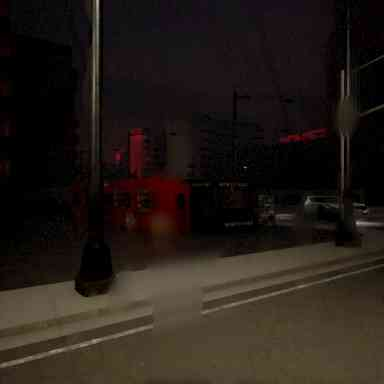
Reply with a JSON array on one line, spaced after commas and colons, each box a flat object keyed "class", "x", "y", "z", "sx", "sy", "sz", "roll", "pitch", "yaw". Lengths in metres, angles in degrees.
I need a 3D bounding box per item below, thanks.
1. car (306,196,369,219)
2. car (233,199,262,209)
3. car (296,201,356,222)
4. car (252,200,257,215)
[{"class": "car", "x": 12.805, "y": 1.338, "z": 29.956, "sx": 2.150, "sy": 2.045, "sz": 5.566, "roll": 0, "pitch": -1, "yaw": -36}, {"class": "car", "x": 8.942, "y": 1.929, "z": 53.533, "sx": 1.812, "sy": 1.442, "sz": 4.674, "roll": 0, "pitch": -1, "yaw": -36}, {"class": "car", "x": 10.585, "y": 1.667, "z": 27.047, "sx": 1.994, "sy": 1.385, "sz": 4.181, "roll": 0, "pitch": -1, "yaw": -36}, {"class": "car", "x": 5.403, "y": 1.685, "z": 34.206, "sx": 1.882, "sy": 1.535, "sz": 5.008, "roll": 0, "pitch": -1, "yaw": -36}]
